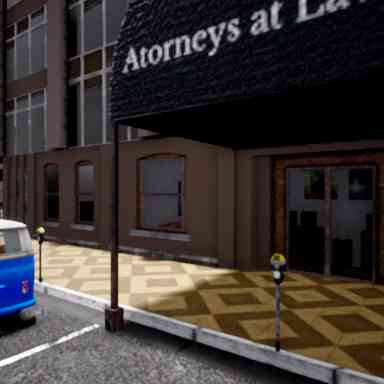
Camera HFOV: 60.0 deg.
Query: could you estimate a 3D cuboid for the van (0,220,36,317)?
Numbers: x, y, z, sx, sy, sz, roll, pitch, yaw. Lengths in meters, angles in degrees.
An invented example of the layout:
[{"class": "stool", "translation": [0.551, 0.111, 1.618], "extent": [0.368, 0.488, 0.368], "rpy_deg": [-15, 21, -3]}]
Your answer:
[{"class": "van", "translation": [-4.573, 1.336, 6.122], "extent": [3.998, 1.788, 1.690], "rpy_deg": [0, 0, 35]}]
